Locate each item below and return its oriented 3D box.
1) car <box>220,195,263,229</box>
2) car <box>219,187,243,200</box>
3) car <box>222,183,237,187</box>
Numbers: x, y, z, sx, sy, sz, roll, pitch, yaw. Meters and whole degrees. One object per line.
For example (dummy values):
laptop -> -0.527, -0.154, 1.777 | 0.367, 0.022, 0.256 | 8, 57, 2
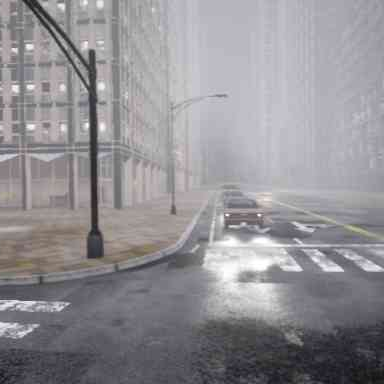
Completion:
car -> 2.595, 1.058, 17.189 | 1.895, 1.301, 4.718 | -1, 2, 7
car -> 3.424, 0.642, 27.405 | 2.128, 1.511, 4.902 | -1, 2, 5
car -> 4.275, 0.052, 37.994 | 2.150, 2.045, 5.566 | -1, 2, 5
